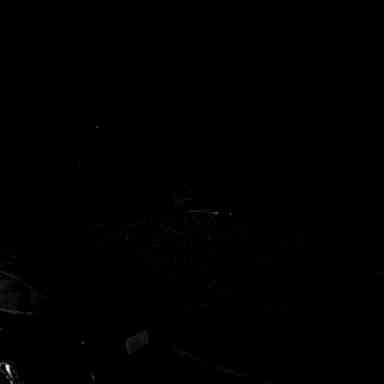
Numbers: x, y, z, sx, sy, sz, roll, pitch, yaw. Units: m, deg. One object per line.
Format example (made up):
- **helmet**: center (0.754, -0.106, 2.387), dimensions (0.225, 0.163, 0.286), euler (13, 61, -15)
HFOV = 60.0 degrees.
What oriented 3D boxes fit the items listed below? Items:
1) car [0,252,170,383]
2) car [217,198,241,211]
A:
- **car**: center (-2.246, 1.517, 4.546), dimensions (4.313, 1.339, 1.947), euler (1, 0, 35)
- **car**: center (6.063, 1.920, 51.648), dimensions (2.150, 2.045, 5.566), euler (1, -1, 35)
